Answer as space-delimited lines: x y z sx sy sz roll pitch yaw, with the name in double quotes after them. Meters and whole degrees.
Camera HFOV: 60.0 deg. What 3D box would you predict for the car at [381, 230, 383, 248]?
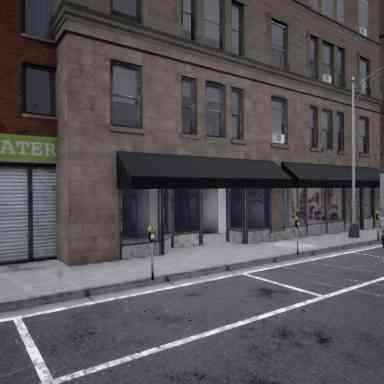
9.185 1.540 13.088 4.507 1.381 1.887 0 -1 -35 "car"
